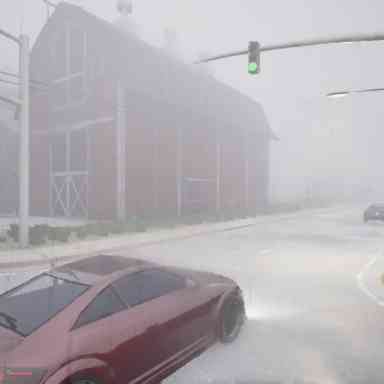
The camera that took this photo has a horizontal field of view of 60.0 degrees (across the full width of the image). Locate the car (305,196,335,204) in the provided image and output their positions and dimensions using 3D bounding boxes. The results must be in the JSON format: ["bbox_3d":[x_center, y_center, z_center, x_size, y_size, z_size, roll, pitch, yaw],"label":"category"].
[{"bbox_3d":[21.677,1.484,56.687,4.892,1.490,1.837,0,0,39],"label":"car"}]

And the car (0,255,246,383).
[{"bbox_3d":[-0.935,1.582,4.534,1.994,1.385,4.181,0,0,36],"label":"car"}]

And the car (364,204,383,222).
[{"bbox_3d":[14.678,1.580,25.799,1.994,1.385,4.181,0,0,36],"label":"car"}]
